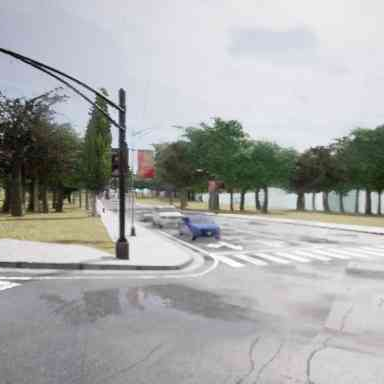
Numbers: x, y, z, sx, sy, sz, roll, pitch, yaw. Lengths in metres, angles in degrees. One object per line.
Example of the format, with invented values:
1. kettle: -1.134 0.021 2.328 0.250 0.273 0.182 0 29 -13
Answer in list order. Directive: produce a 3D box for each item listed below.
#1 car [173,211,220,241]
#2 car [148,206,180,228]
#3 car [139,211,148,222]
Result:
1. car: 0.351 2.344 22.869 1.882 1.535 5.008 0 -1 -17
2. car: -2.537 2.362 32.447 2.150 2.045 5.566 0 -2 -16
3. car: -5.471 3.048 42.194 1.895 1.301 4.718 0 -2 -17
